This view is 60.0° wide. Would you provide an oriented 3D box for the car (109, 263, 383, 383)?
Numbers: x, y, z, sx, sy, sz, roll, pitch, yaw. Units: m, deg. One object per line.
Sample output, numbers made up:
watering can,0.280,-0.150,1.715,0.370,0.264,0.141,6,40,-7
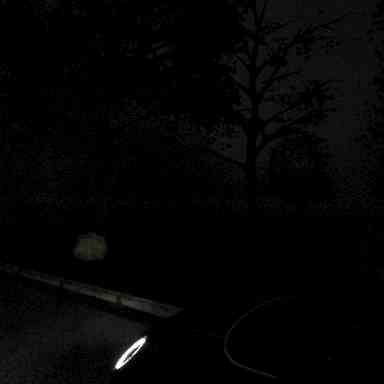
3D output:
car,1.467,1.352,2.341,4.553,1.767,2.097,0,0,36
